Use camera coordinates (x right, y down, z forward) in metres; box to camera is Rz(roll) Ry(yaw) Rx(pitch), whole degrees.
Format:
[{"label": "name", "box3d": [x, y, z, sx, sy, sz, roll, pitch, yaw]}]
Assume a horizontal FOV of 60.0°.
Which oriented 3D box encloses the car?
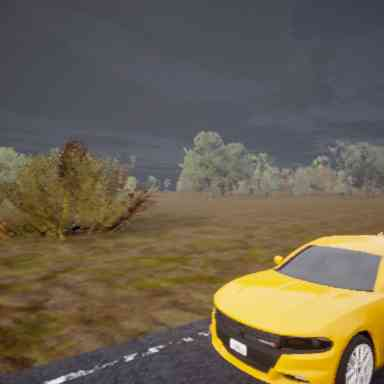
[{"label": "car", "box3d": [2.553, 1.464, 5.199, 5.008, 1.535, 1.882, 0, 0, -36]}]
